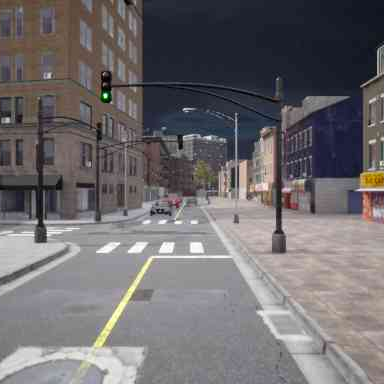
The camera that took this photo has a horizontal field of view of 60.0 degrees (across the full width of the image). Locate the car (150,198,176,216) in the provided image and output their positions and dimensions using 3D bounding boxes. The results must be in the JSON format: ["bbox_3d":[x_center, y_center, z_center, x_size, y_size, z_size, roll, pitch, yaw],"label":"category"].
[{"bbox_3d":[-2.889,1.569,32.142,1.994,1.385,4.181,0,0,0],"label":"car"}]

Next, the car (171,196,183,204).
[{"bbox_3d":[-2.847,1.572,65.614,2.033,1.411,5.357,0,0,0],"label":"car"}]

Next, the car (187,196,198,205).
[{"bbox_3d":[0.026,1.511,59.308,2.128,1.511,4.902,0,0,0],"label":"car"}]

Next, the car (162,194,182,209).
[{"bbox_3d":[-2.898,1.234,46.423,2.150,2.045,5.566,0,0,0],"label":"car"}]
